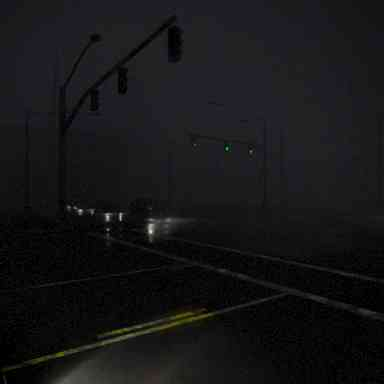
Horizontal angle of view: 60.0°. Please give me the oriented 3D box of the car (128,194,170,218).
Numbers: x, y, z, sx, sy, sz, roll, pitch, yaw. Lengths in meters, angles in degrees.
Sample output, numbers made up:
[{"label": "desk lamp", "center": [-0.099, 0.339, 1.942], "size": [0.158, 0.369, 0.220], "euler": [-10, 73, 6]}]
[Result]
[{"label": "car", "center": [-4.036, 1.352, 30.468], "size": [2.097, 1.767, 4.553], "euler": [0, 0, -36]}]

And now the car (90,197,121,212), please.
[{"label": "car", "center": [-9.818, 1.526, 38.474], "size": [1.812, 1.442, 4.674], "euler": [0, 0, -36]}]

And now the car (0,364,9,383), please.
[{"label": "car", "center": [-3.632, 1.547, 1.216], "size": [5.357, 1.411, 2.033], "euler": [0, 0, -35]}]

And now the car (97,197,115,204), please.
[{"label": "car", "center": [-16.378, 1.601, 63.466], "size": [1.895, 1.301, 4.718], "euler": [0, 0, 5]}]

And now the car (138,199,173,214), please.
[{"label": "car", "center": [-4.152, 1.526, 36.924], "size": [1.812, 1.442, 4.674], "euler": [0, 0, -36]}]

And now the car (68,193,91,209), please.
[{"label": "car", "center": [-15.559, 1.221, 46.656], "size": [2.150, 2.045, 5.566], "euler": [0, 0, -33]}]

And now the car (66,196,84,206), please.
[{"label": "car", "center": [-19.597, 1.492, 56.043], "size": [2.128, 1.511, 4.902], "euler": [0, 0, -10]}]
